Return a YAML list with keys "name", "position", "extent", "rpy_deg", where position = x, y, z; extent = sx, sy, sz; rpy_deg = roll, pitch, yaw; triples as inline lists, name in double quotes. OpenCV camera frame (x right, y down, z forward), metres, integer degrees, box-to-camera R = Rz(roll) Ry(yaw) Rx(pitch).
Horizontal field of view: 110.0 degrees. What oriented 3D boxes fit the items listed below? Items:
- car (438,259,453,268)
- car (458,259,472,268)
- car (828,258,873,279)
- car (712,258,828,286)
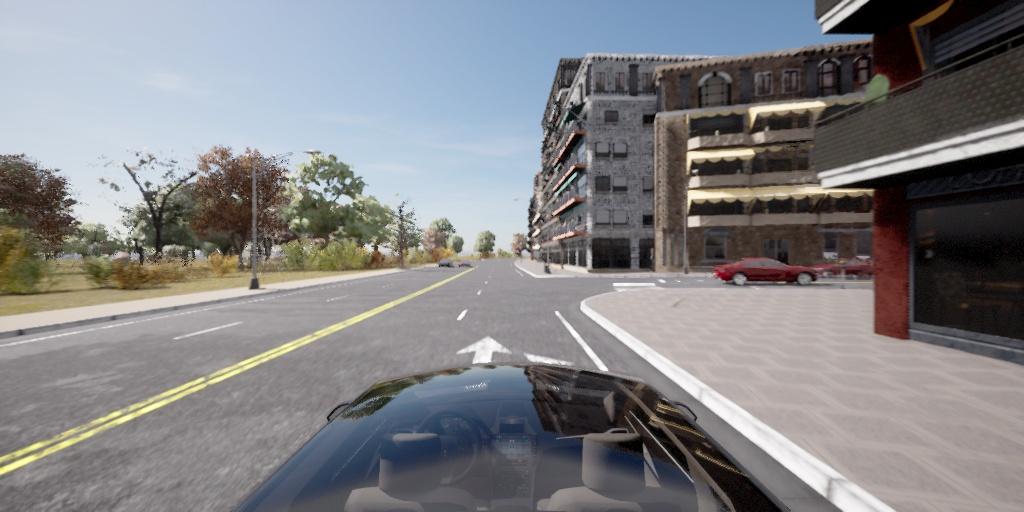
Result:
- name: "car"
  position: [-11.229, 1.208, 60.942]
  extent: [1.882, 1.535, 5.008]
  rpy_deg: [0, 0, -1]
- name: "car"
  position: [-7.980, 1.252, 61.007]
  extent: [1.812, 1.442, 4.674]
  rpy_deg: [0, 0, -1]
- name: "car"
  position: [22.398, 0.804, 24.054]
  extent: [4.207, 1.307, 1.802]
  rpy_deg: [0, 0, 15]
- name: "car"
  position: [14.230, 0.848, 20.364]
  extent: [5.008, 1.535, 1.882]
  rpy_deg: [-1, 0, 15]
